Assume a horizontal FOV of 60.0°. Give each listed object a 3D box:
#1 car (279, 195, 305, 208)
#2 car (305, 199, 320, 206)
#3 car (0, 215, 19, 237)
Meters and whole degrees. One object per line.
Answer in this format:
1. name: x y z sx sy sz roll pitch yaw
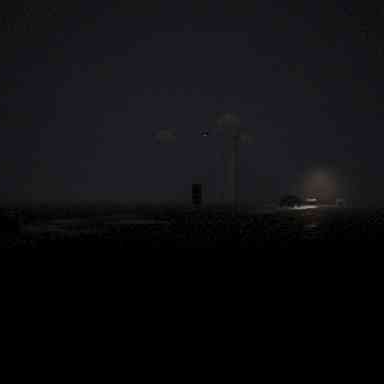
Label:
1. car: 16.150 1.475 54.473 2.150 2.045 5.566 1 0 35
2. car: 23.344 1.936 64.587 1.895 1.301 4.718 1 0 35
3. car: -10.161 1.513 15.504 2.128 1.511 4.902 0 0 6
